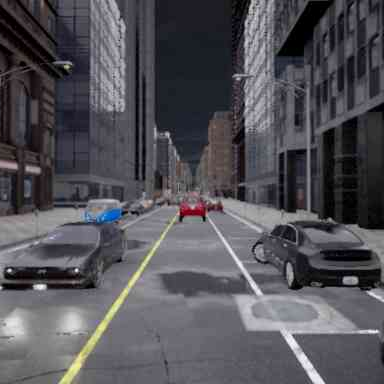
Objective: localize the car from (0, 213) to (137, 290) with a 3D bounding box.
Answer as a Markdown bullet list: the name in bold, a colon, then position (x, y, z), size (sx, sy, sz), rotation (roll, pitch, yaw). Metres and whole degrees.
- **car**: position (-3.101, 1.568, 9.455), size (2.033, 1.411, 5.357), rotation (0, 0, 0)

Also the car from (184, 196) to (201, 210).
- **car**: position (0.079, 1.451, 44.396), size (2.097, 1.767, 4.553), rotation (0, 0, 0)

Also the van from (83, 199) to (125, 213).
- **van**: position (-5.848, 1.389, 22.024), size (1.690, 1.788, 3.998), rotation (1, 0, 0)

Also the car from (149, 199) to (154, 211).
- **car**: position (-5.852, 1.611, 38.727), size (1.752, 1.417, 4.829), rotation (1, 0, 0)

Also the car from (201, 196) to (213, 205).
- **car**: position (2.674, 1.580, 61.388), size (1.967, 1.590, 4.097), rotation (1, 0, 0)

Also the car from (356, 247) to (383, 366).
- **car**: position (3.145, 1.509, 2.012), size (1.837, 1.490, 4.892), rotation (0, 0, 0)

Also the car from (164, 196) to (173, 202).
- **car**: position (-5.855, 1.743, 83.892), size (1.887, 1.381, 4.507), rotation (1, 0, 0)

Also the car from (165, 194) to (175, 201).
- **car**: position (-5.853, 1.529, 89.518), size (2.192, 1.841, 5.009), rotation (1, 0, 0)

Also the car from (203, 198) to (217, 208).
- **car**: position (2.673, 1.657, 50.140), size (1.887, 1.381, 4.507), rotation (1, 0, 0)

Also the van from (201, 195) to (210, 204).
- **van**: position (2.674, 1.495, 67.013), size (1.690, 1.788, 3.998), rotation (1, 0, 0)

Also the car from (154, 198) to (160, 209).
- **car**: position (-5.852, 1.650, 44.522), size (2.008, 1.369, 4.403), rotation (1, 0, 0)

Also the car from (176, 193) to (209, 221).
- **car**: position (0.074, 1.287, 28.115), size (2.150, 2.045, 5.566), rotation (0, 0, 0)

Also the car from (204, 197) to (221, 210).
- **car**: position (2.675, 1.540, 44.515), size (1.967, 1.590, 4.097), rotation (1, 0, 0)

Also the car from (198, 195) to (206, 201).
- **car**: position (2.672, 1.654, 89.509), size (1.967, 1.590, 4.097), rotation (1, 0, 0)

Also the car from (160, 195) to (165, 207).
- **car**: position (-5.853, 1.692, 55.770), size (1.947, 1.339, 4.313), rotation (1, 0, 0)

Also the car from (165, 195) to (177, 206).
- **car**: position (-3.005, 1.694, 55.812), size (1.994, 1.385, 4.181), rotation (0, 0, 0)

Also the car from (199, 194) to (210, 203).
- **car**: position (2.674, 1.483, 72.637), size (2.192, 1.841, 5.009), rotation (1, 0, 0)

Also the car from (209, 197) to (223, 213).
- **car**: position (2.674, 1.631, 38.891), size (1.887, 1.381, 4.507), rotation (1, 0, 0)

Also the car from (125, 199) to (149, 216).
- **car**: position (-5.852, 1.639, 33.272), size (1.947, 1.339, 4.313), rotation (1, 0, 0)

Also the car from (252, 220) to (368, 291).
- **car**: position (3.113, 1.526, 9.091), size (1.837, 1.490, 4.892), rotation (0, 0, -2)
